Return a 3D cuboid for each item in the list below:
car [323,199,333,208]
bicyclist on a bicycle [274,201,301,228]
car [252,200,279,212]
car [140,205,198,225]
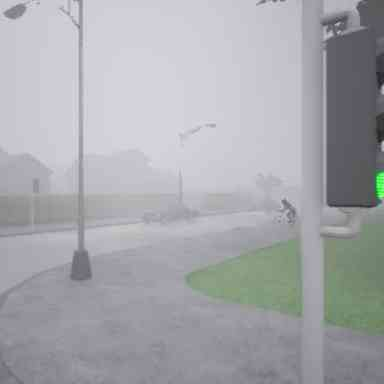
[{"bbox_3d":[19.088,1.612,47.309,1.895,1.301,4.718,0,0,26],"label":"car"},{"bbox_3d":[5.815,1.356,20.334,1.656,1.620,0.582,0,0,36],"label":"bicyclist on a bicycle"},{"bbox_3d":[8.539,1.579,38.458,1.994,1.385,4.181,0,0,36],"label":"car"},{"bbox_3d":[-1.584,1.615,24.419,1.895,1.301,4.718,0,0,36],"label":"car"}]
